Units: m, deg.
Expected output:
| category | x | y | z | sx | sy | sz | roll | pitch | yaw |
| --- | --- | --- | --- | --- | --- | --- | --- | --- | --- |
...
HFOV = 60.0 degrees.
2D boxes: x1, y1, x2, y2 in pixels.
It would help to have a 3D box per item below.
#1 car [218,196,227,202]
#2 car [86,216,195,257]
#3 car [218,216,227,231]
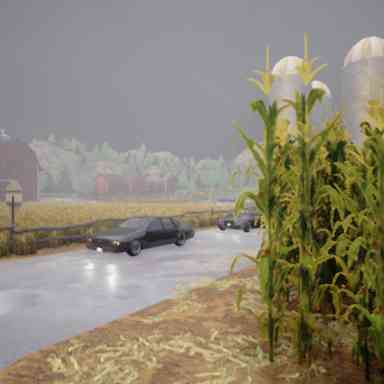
| category | x | y | z | sx | sy | sz | roll | pitch | yaw |
| --- | --- | --- | --- | --- | --- | --- | --- | --- | --- |
| car | 9.387 | 1.915 | 89.078 | 4.611 | 1.667 | 2.242 | 0 | 0 | 35 |
| car | -1.950 | 1.777 | 14.559 | 2.033 | 1.411 | 5.357 | 0 | -1 | 34 |
| car | 3.446 | 1.849 | 22.218 | 1.994 | 1.385 | 4.181 | 0 | 0 | 35 |
